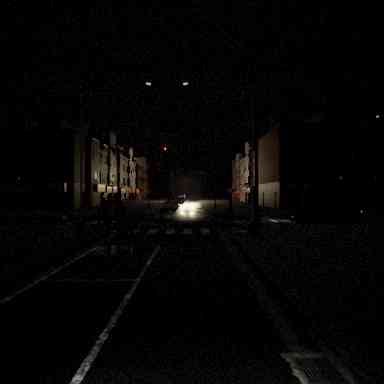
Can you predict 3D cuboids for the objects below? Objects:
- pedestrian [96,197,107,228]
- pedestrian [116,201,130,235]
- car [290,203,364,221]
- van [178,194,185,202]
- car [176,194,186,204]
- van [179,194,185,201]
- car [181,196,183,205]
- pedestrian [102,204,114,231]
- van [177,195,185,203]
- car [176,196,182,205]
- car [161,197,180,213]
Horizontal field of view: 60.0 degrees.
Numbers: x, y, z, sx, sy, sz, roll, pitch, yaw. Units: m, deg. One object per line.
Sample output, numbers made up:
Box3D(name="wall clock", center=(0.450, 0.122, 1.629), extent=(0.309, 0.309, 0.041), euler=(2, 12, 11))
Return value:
Box3D(name="pedestrian", center=(-4.879, 1.154, 18.335), extent=(0.375, 1.860, 0.375), euler=(0, 0, 0))
Box3D(name="pedestrian", center=(-3.543, 1.305, 17.130), extent=(0.375, 1.860, 0.375), euler=(0, 0, 0))
Box3D(name="car", center=(10.644, 1.556, 26.409), extent=(5.357, 1.411, 2.033), euler=(0, 0, 0))
Box3D(name="van", center=(-2.638, 1.527, 83.436), extent=(1.690, 1.788, 3.998), euler=(0, 0, 0))
Box3D(name="car", center=(-2.637, 1.546, 61.014), extent=(1.967, 1.590, 4.097), euler=(0, 0, 0))
Box3D(name="van", center=(-2.638, 1.549, 89.042), extent=(1.690, 1.788, 3.998), euler=(0, 0, 0))
Box3D(name="car", center=(-2.636, 1.654, 49.803), extent=(1.802, 1.307, 4.206), euler=(0, 0, 0))
Box3D(name="pedestrian", center=(-4.424, 1.427, 17.733), extent=(0.375, 1.300, 0.375), euler=(0, 0, 0))
Box3D(name="van", center=(-2.637, 1.506, 77.831), extent=(1.690, 1.788, 3.998), euler=(0, 0, 0))
Box3D(name="car", center=(-2.635, 1.602, 44.197), extent=(1.887, 1.381, 4.507), euler=(0, 0, 0))
Box3D(name="car", center=(-2.635, 1.570, 38.423), extent=(1.752, 1.417, 4.829), euler=(0, 0, 0))
